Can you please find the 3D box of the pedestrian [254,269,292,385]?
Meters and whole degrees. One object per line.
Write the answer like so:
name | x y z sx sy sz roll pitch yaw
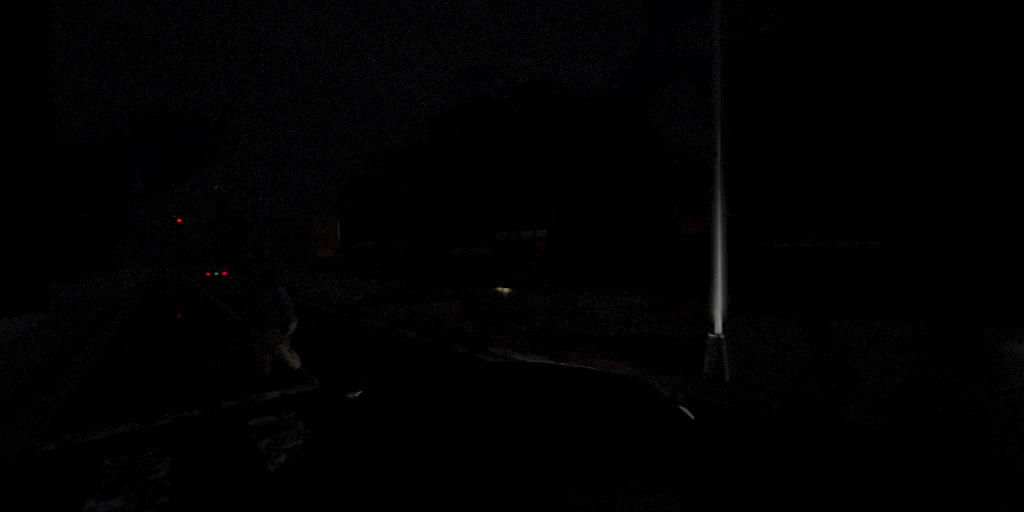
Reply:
pedestrian | -3.745 1.084 5.620 0.375 1.860 0.375 0 0 -44

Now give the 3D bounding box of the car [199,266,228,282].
car | -27.972 1.639 33.650 2.033 1.411 5.357 0 -1 -44
